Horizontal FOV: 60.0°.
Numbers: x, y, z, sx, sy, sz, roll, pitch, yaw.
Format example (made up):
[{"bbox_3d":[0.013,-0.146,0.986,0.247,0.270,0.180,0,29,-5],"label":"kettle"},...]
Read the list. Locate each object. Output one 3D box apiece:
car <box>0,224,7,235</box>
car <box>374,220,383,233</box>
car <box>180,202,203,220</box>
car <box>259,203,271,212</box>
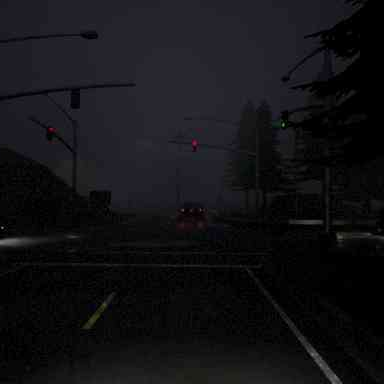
[{"bbox_3d":[-12.858,1.838,17.532,5.357,1.411,2.033,0,-1,0],"label":"car"},{"bbox_3d":[14.204,1.868,21.189,4.553,1.767,2.097,0,-1,0],"label":"car"},{"bbox_3d":[-0.050,1.703,32.072,2.097,1.767,4.553,0,-1,0],"label":"car"},{"bbox_3d":[12.146,2.413,51.291,4.181,1.385,1.994,0,-1,1],"label":"car"}]
